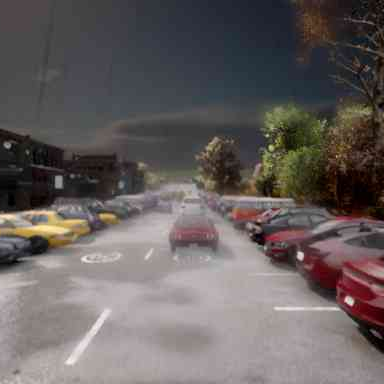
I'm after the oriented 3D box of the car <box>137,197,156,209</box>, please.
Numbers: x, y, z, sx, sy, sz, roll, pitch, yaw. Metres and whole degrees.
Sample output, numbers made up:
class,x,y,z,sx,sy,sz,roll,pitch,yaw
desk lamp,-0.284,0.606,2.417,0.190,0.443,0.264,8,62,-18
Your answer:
class,x,y,z,sx,sy,sz,roll,pitch,yaw
car,-7.656,1.812,44.655,4.674,1.452,2.002,0,1,0

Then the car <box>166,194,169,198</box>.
class,x,y,z,sx,sy,sz,roll,pitch,yaw
car,-7.627,1.588,67.260,4.792,1.488,2.163,0,1,0

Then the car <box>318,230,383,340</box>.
class,x,y,z,sx,sy,sz,roll,pitch,yaw
car,4.900,1.524,5.149,5.008,1.535,2.097,0,-1,0

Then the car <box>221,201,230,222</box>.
class,x,y,z,sx,sy,sz,roll,pitch,yaw
car,4.914,1.687,24.913,4.892,1.521,2.231,0,0,0

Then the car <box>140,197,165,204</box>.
class,x,y,z,sx,sy,sz,roll,pitch,yaw
car,-7.654,1.625,64.434,4.674,1.452,2.002,0,1,0

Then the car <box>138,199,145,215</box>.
class,x,y,z,sx,sy,sz,roll,pitch,yaw
car,-7.666,1.755,33.330,5.008,1.535,2.097,0,0,0

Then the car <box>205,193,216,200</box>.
class,x,y,z,sx,sy,sz,roll,pitch,yaw
car,4.889,1.519,44.822,5.566,2.045,2.435,0,1,0

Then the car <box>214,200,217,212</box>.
class,x,y,z,sx,sy,sz,roll,pitch,yaw
car,4.943,1.785,33.382,4.792,1.488,2.163,0,-1,0

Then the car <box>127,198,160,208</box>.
class,x,y,z,sx,sy,sz,roll,pitch,yaw
car,-7.652,1.691,53.131,5.008,1.535,2.097,0,1,0

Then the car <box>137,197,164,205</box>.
class,x,y,z,sx,sy,sz,roll,pitch,yaw
car,-7.654,1.652,61.608,4.674,1.452,2.002,0,1,0

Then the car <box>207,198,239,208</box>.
class,x,y,z,sx,sy,sz,roll,pitch,yaw
car,4.927,1.692,53.170,4.892,1.521,2.231,0,1,0

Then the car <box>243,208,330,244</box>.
class,x,y,z,sx,sy,sz,roll,pitch,yaw
car,4.900,1.594,13.744,5.008,1.535,2.097,0,0,0

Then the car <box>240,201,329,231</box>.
class,x,y,z,sx,sy,sz,roll,pitch,yaw
car,4.936,1.492,16.568,4.553,1.767,2.185,0,0,0

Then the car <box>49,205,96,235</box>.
class,x,y,z,sx,sy,sz,roll,pitch,yaw
car,-7.848,1.613,16.377,5.366,1.575,1.946,0,0,0

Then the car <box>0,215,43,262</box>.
class,x,y,z,sx,sy,sz,roll,pitch,yaw
car,-7.666,1.609,10.725,4.674,1.452,2.002,0,0,0

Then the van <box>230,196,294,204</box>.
class,x,y,z,sx,sy,sz,roll,pitch,yaw
van,5.022,1.437,22.090,4.442,1.987,1.878,0,0,0

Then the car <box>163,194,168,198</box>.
class,x,y,z,sx,sy,sz,roll,pitch,yaw
car,-7.472,1.635,58.782,5.366,1.575,1.946,0,1,0

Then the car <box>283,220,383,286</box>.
class,x,y,z,sx,sy,sz,roll,pitch,yaw
car,4.934,1.576,7.973,4.792,1.488,2.163,0,-1,0

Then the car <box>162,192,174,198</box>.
class,x,y,z,sx,sy,sz,roll,pitch,yaw
car,-7.890,1.530,90.595,4.674,1.452,2.002,1,1,0

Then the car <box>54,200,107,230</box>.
class,x,y,z,sx,sy,sz,roll,pitch,yaw
car,-7.631,1.513,19.203,4.553,1.767,2.185,0,0,0

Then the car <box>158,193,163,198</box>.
class,x,y,z,sx,sy,sz,roll,pitch,yaw
car,-7.686,1.467,50.303,5.566,2.045,2.435,0,1,0

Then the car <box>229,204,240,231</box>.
class,x,y,z,sx,sy,sz,roll,pitch,yaw
car,4.911,1.640,19.391,5.008,1.535,2.097,0,0,0

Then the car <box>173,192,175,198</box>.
class,x,y,z,sx,sy,sz,roll,pitch,yaw
car,-8.098,1.457,93.235,5.366,1.575,1.946,0,1,0

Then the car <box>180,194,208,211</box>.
class,x,y,z,sx,sy,sz,roll,pitch,yaw
car,0.090,1.471,30.395,2.150,2.045,5.566,0,-1,0

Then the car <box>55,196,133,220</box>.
class,x,y,z,sx,sy,sz,roll,pitch,yaw
car,-7.633,1.434,24.856,5.566,2.045,2.435,0,0,0

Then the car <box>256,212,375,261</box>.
class,x,y,z,sx,sy,sz,roll,pitch,yaw
car,4.910,1.571,10.921,5.008,1.535,2.097,0,0,0

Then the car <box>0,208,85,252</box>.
class,x,y,z,sx,sy,sz,roll,pitch,yaw
car,-7.477,1.590,13.551,5.366,1.575,1.946,0,0,0

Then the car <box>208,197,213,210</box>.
class,x,y,z,sx,sy,sz,roll,pitch,yaw
car,4.911,1.793,41.990,5.008,1.535,2.097,0,1,0

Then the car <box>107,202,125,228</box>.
class,x,y,z,sx,sy,sz,roll,pitch,yaw
car,-7.476,1.659,22.028,5.366,1.575,1.946,0,0,0

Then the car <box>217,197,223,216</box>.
class,x,y,z,sx,sy,sz,roll,pitch,yaw
car,4.879,1.608,30.686,4.553,1.767,2.185,0,0,0

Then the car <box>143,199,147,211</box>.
class,x,y,z,sx,sy,sz,roll,pitch,yaw
car,-7.663,1.818,36.155,4.674,1.452,2.002,0,0,0

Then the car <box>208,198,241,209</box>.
class,x,y,z,sx,sy,sz,roll,pitch,yaw
car,4.889,1.746,50.472,4.792,1.488,2.163,0,1,0

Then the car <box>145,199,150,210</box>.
class,x,y,z,sx,sy,sz,roll,pitch,yaw
car,-7.657,1.836,38.990,4.674,1.452,2.002,0,0,0

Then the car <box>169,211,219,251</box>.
class,x,y,z,sx,sy,sz,roll,pitch,yaw
car,0.084,1.723,14.649,1.895,1.301,4.718,0,0,0

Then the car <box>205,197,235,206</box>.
class,x,y,z,sx,sy,sz,roll,pitch,yaw
car,4.917,1.637,58.942,5.008,1.535,2.097,0,1,0

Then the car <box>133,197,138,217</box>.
class,x,y,z,sx,sy,sz,roll,pitch,yaw
car,-7.629,1.606,30.505,4.553,1.767,2.185,0,0,0

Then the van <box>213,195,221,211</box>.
class,x,y,z,sx,sy,sz,roll,pitch,yaw
van,4.794,1.553,36.211,4.442,1.987,1.878,0,0,0

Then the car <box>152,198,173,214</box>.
class,x,y,z,sx,sy,sz,roll,pitch,yaw
car,-3.340,1.842,39.759,1.812,1.442,4.674,0,0,0

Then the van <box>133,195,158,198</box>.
class,x,y,z,sx,sy,sz,roll,pitch,yaw
van,-7.542,1.519,47.478,4.442,1.987,1.878,0,1,0

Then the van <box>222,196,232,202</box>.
class,x,y,z,sx,sy,sz,roll,pitch,yaw
van,5.027,1.483,27.740,4.442,1.987,1.878,0,-1,0

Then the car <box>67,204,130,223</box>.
class,x,y,z,sx,sy,sz,roll,pitch,yaw
car,-7.658,1.749,27.678,4.674,1.452,2.002,0,0,0

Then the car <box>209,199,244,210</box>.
class,x,y,z,sx,sy,sz,roll,pitch,yaw
car,4.888,1.773,47.648,4.792,1.488,2.163,0,1,0

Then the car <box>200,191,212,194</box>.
class,x,y,z,sx,sy,sz,roll,pitch,yaw
car,5.144,1.366,90.479,4.553,1.767,2.185,0,1,0
